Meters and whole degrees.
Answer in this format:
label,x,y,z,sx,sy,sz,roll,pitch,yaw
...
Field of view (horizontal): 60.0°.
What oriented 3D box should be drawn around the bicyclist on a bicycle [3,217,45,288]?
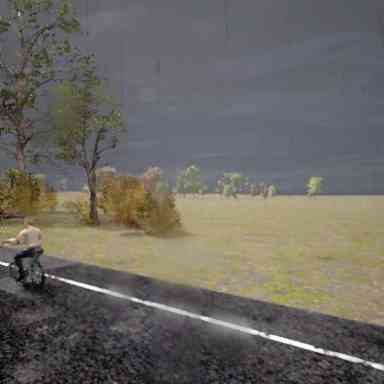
label,x,y,z,sx,sy,sz,roll,pitch,yaw
bicyclist on a bicycle,-3.930,1.394,7.914,1.509,1.612,0.866,0,0,35
